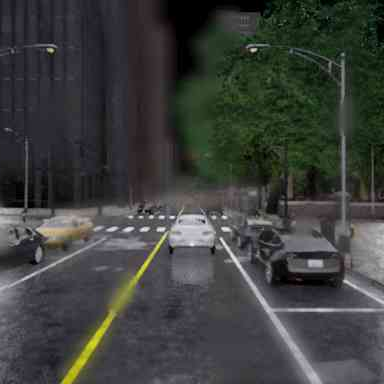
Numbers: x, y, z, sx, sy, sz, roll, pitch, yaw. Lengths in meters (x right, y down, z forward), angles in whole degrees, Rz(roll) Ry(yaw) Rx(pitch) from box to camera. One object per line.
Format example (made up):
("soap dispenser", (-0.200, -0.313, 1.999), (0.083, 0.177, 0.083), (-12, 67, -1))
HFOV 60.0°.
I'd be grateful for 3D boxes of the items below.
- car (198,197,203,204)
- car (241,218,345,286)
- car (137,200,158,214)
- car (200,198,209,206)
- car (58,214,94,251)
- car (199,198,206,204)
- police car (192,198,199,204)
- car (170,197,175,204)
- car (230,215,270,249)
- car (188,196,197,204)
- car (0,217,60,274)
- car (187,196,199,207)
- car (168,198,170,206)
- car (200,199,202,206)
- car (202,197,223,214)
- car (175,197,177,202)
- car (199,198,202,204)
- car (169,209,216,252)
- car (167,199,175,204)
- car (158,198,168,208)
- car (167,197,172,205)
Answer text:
("car", (2.770, 2.198, 63.516), (2.008, 1.369, 4.403), (0, -1, 0))
("car", (2.765, 1.658, 9.515), (1.947, 1.339, 4.313), (0, -1, 0))
("car", (-5.757, 1.979, 41.683), (1.947, 1.339, 4.313), (0, -1, 0))
("car", (2.771, 2.204, 74.430), (1.967, 1.590, 4.097), (0, -1, 0))
("car", (-5.760, 1.669, 14.850), (1.752, 1.417, 4.829), (0, -1, 0))
("car", (2.773, 2.469, 90.967), (1.752, 1.417, 4.829), (0, -1, 0))
("police car", (0.911, 2.386, 92.456), (1.930, 1.638, 5.238), (0, -1, 0))
("car", (-5.754, 2.405, 79.880), (1.802, 1.307, 4.206), (0, -1, 0))
("car", (2.765, 1.696, 15.028), (2.008, 1.369, 4.403), (0, -1, 0))
("car", (0.009, 1.938, 81.846), (2.150, 2.045, 5.566), (0, -1, 0))
("car", (-5.760, 1.643, 9.507), (2.008, 1.369, 4.403), (0, -1, 0))
("car", (0.015, 2.162, 67.001), (1.882, 1.535, 5.008), (0, 0, 0))
("car", (-5.755, 2.229, 63.510), (1.802, 1.307, 4.206), (0, -1, 0))
("car", (2.769, 2.095, 52.603), (1.947, 1.339, 4.313), (0, -1, 0))
("car", (2.768, 1.728, 41.694), (2.192, 1.841, 5.009), (0, -1, 0))
("car", (-5.753, 2.197, 85.340), (2.192, 1.841, 5.009), (0, -1, 0))
("car", (2.769, 2.139, 58.060), (2.008, 1.369, 4.403), (0, -1, 0))
("car", (0.007, 1.665, 14.380), (1.812, 1.442, 4.674), (0, 0, 0))
("car", (-5.752, 2.487, 90.794), (1.887, 1.381, 4.507), (0, -1, 0))
("car", (-5.756, 2.139, 58.053), (2.008, 1.369, 4.403), (0, -1, 0))
("car", (-5.755, 2.287, 68.967), (1.802, 1.307, 4.206), (0, -1, 0))
